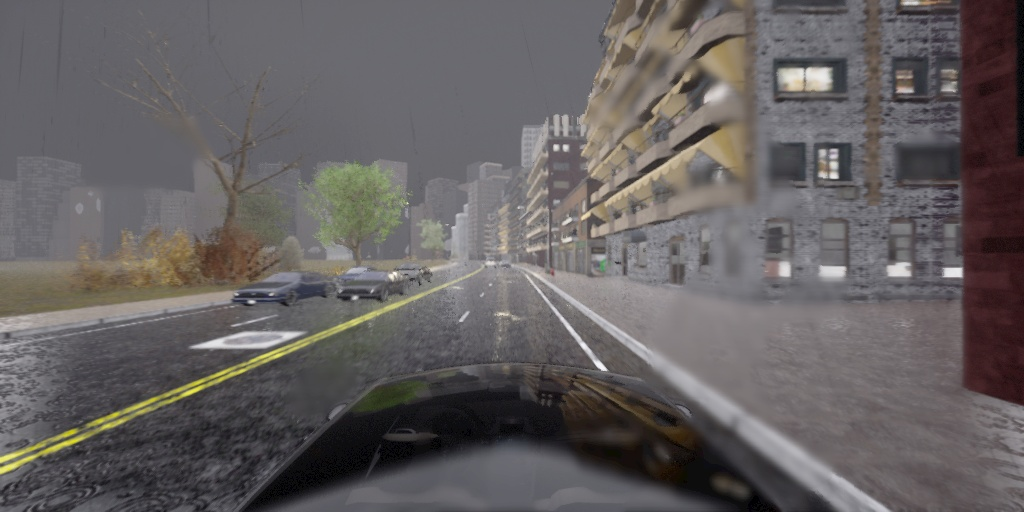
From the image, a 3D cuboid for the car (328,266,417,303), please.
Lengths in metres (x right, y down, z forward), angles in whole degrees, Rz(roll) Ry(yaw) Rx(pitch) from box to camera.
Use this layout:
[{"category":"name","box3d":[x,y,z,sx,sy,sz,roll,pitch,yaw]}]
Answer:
[{"category":"car","box3d":[-6.550,1.380,17.653,2.033,1.411,5.357,0,0,0]}]

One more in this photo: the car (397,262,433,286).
[{"category":"car","box3d":[-6.475,1.070,23.224,1.994,1.385,4.181,0,0,0]}]

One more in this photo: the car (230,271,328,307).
[{"category":"car","box3d":[-9.812,1.367,16.183,2.033,1.411,5.357,0,0,0]}]
